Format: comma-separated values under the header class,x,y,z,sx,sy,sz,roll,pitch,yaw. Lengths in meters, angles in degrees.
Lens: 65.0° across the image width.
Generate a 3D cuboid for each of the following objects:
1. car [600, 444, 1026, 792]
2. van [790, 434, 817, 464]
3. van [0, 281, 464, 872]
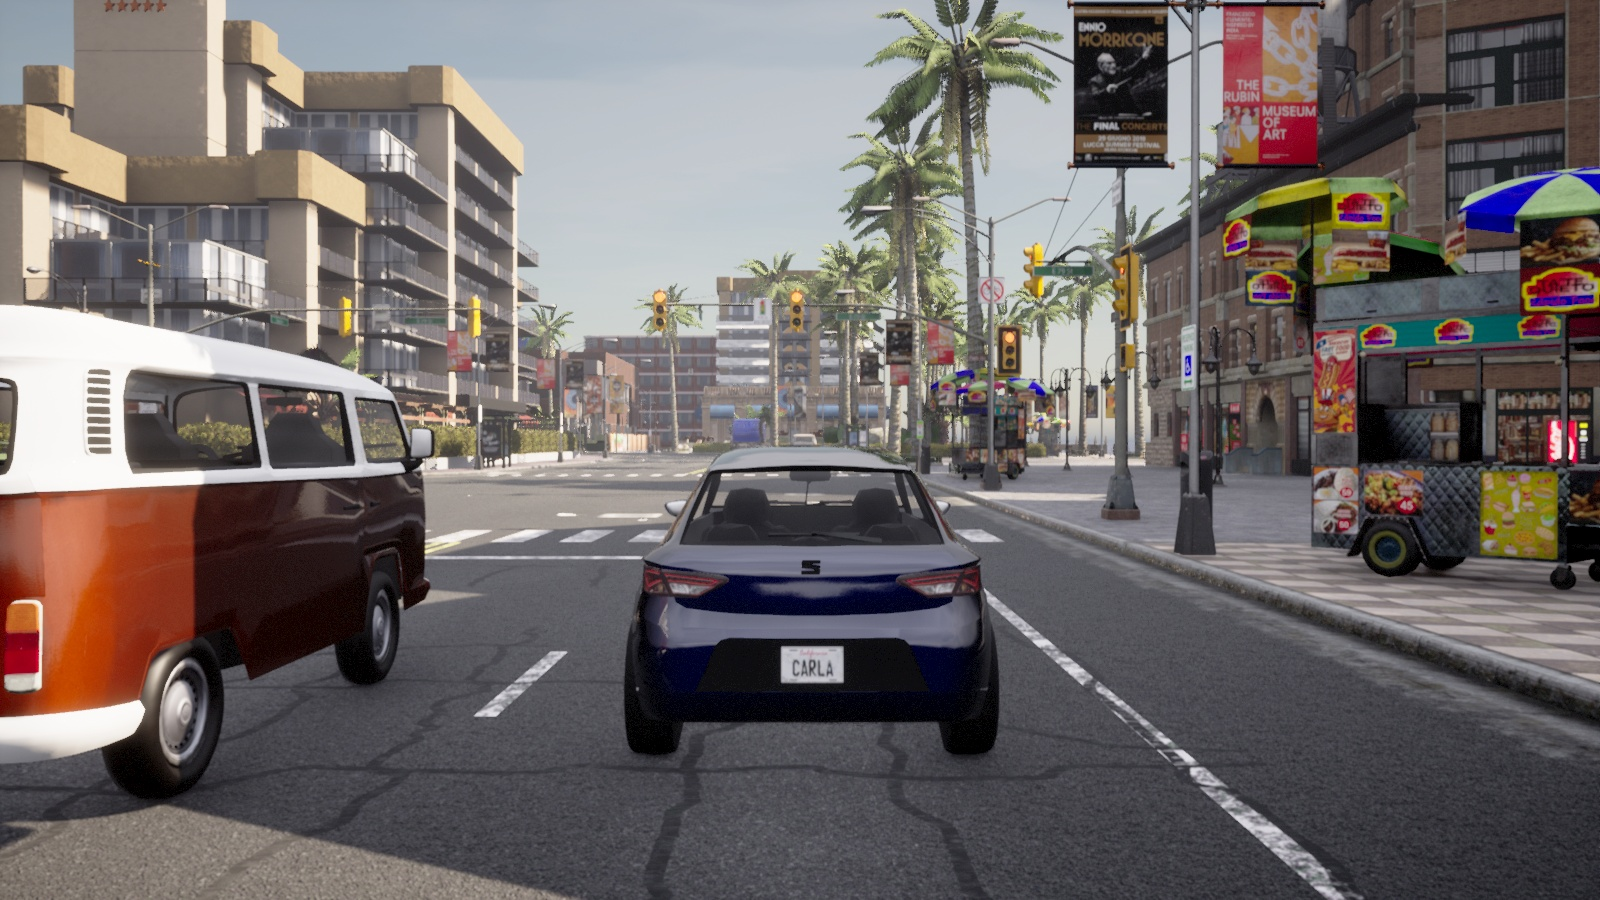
class,x,y,z,sx,sy,sz,roll,pitch,yaw
car,0.050,0.708,7.446,1.816,1.474,4.193,0,0,0
van,0.252,-0.096,84.852,1.775,1.987,4.442,0,0,0
van,-3.399,0.421,6.568,2.069,2.038,4.480,0,0,0
